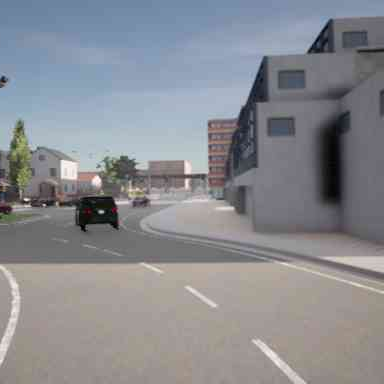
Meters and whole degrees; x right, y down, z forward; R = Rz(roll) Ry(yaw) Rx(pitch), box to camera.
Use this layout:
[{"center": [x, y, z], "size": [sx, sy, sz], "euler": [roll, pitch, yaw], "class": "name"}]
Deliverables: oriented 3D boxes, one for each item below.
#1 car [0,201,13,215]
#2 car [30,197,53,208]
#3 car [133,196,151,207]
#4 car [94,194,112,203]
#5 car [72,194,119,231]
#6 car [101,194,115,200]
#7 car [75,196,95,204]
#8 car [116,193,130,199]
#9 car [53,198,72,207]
[{"center": [-20.425, 1.686, 33.944], "size": [1.812, 1.442, 4.674], "euler": [-1, 0, 13], "class": "car"}, {"center": [-22.137, 1.569, 49.673], "size": [1.882, 1.535, 5.008], "euler": [-1, 0, 4], "class": "car"}, {"center": [-7.073, 1.321, 47.030], "size": [2.128, 1.511, 4.902], "euler": [-1, 0, 3], "class": "car"}, {"center": [-17.614, 1.256, 66.197], "size": [2.097, 1.767, 4.553], "euler": [-1, 0, 3], "class": "car"}, {"center": [-6.019, 1.199, 20.838], "size": [2.150, 2.045, 5.566], "euler": [-2, 1, -22], "class": "car"}, {"center": [-20.274, 1.169, 80.663], "size": [1.895, 1.301, 4.718], "euler": [-1, 0, 3], "class": "car"}, {"center": [-21.136, 1.512, 65.803], "size": [2.033, 1.411, 5.357], "euler": [-1, 0, 3], "class": "car"}, {"center": [-16.733, 0.960, 81.317], "size": [2.128, 1.511, 4.902], "euler": [-1, 0, 3], "class": "car"}, {"center": [-18.562, 1.565, 50.907], "size": [2.033, 1.411, 5.357], "euler": [-1, 0, 4], "class": "car"}]
